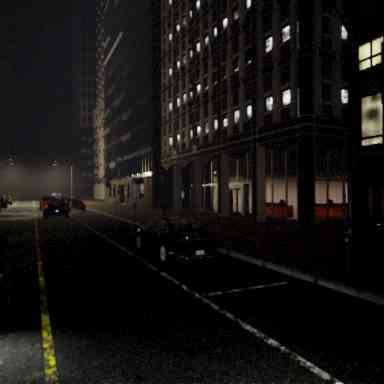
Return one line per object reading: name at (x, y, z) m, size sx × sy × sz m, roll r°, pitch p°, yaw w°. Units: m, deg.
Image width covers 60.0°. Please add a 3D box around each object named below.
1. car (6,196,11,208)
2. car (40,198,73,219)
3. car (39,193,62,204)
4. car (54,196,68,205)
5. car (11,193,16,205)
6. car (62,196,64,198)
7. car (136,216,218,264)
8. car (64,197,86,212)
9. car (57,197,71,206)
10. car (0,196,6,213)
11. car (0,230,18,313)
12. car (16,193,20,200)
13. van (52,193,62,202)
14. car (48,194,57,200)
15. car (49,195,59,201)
car at (-25.446, 1.349, 43.939) m, size 1.967 × 1.590 × 4.097 m, roll 0°, pitch 0°, yaw -26°
car at (-11.887, 1.508, 28.984) m, size 1.994 × 1.385 × 4.181 m, roll 0°, pitch 0°, yaw -25°
car at (-17.275, 1.265, 40.227) m, size 2.097 × 1.767 × 4.553 m, roll 0°, pitch 0°, yaw -25°
car at (-22.793, 1.396, 57.803) m, size 1.887 × 1.381 × 4.507 m, roll 0°, pitch 0°, yaw -26°
car at (-30.357, 1.312, 54.196) m, size 1.967 × 1.590 × 4.097 m, roll 0°, pitch 0°, yaw -26°
car at (-15.429, 1.470, 42.419) m, size 1.947 × 1.339 × 4.313 m, roll 0°, pitch 0°, yaw -26°
car at (-0.700, 1.525, 11.651) m, size 2.008 × 1.369 × 4.403 m, roll 0°, pitch 0°, yaw -26°
car at (-13.046, 1.444, 37.444) m, size 1.752 × 1.417 × 4.829 m, roll 0°, pitch 0°, yaw -26°
car at (-20.338, 1.452, 52.674) m, size 1.802 × 1.307 × 4.206 m, roll 0°, pitch 0°, yaw -26°
car at (-20.535, 1.255, 33.681) m, size 2.192 × 1.841 × 5.009 m, roll 0°, pitch 0°, yaw -26°
car at (-4.923, 1.518, 7.282) m, size 1.812 × 1.442 × 4.674 m, roll 0°, pitch 0°, yaw -26°
car at (-44.154, 1.297, 83.015) m, size 1.887 × 1.381 × 4.507 m, roll 0°, pitch 0°, yaw -26°
van at (-27.410, 1.156, 67.451) m, size 1.690 × 1.788 × 3.998 m, roll 0°, pitch 0°, yaw -26°
car at (-34.368, 1.279, 81.984) m, size 1.752 × 1.417 × 4.829 m, roll 0°, pitch 0°, yaw -26°
car at (-32.001, 1.358, 77.038) m, size 1.802 × 1.307 × 4.206 m, roll 0°, pitch 0°, yaw -26°
